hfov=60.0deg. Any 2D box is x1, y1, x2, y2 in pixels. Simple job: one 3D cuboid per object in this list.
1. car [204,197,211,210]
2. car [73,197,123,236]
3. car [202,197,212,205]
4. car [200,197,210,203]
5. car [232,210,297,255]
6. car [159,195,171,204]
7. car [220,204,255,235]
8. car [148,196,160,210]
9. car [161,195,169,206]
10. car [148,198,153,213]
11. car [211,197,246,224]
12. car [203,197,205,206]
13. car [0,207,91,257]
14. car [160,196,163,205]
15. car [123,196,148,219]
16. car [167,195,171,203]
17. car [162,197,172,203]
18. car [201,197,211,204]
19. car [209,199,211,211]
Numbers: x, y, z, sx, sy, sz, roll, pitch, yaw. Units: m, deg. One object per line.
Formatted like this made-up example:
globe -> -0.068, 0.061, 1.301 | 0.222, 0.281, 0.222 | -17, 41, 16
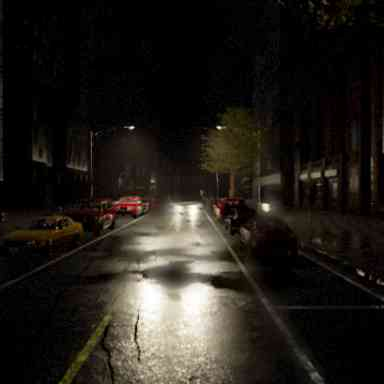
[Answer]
car -> 2.878, 1.632, 41.285 | 1.947, 1.339, 4.313 | 0, 0, 0
car -> -5.659, 1.333, 18.741 | 2.192, 1.841, 5.009 | 0, 0, 0
car -> 2.889, 1.713, 63.843 | 1.802, 1.307, 4.206 | 0, 0, 0
car -> 2.894, 1.740, 75.122 | 1.947, 1.339, 4.313 | 0, 0, 0
car -> 2.864, 1.589, 13.089 | 1.802, 1.307, 4.206 | 0, 0, 0
car -> -5.634, 1.467, 69.490 | 2.192, 1.841, 5.009 | 0, 0, 0
car -> 2.866, 1.583, 18.726 | 1.947, 1.339, 4.313 | 0, 0, 0
car -> -5.647, 1.382, 41.296 | 2.192, 1.841, 5.009 | 0, 0, 0
car -> -5.639, 1.679, 58.213 | 1.947, 1.339, 4.313 | 0, 0, 0
car -> -5.650, 1.621, 35.658 | 1.947, 1.339, 4.313 | 0, 0, 0
car -> 2.869, 1.344, 24.367 | 2.192, 1.841, 5.009 | 0, 0, 0
car -> 2.880, 1.606, 47.096 | 1.752, 1.417, 4.829 | 0, 0, 0
car -> -5.661, 1.533, 12.933 | 1.752, 1.417, 4.829 | 0, 0, 0
car -> -5.644, 1.626, 46.935 | 1.887, 1.381, 4.507 | 0, 0, 0
car -> -5.653, 1.357, 30.019 | 2.192, 1.841, 5.009 | 0, 0, 0
car -> -5.636, 1.698, 63.851 | 1.947, 1.339, 4.313 | 0, 0, 0
car -> -5.631, 1.757, 75.128 | 1.802, 1.307, 4.206 | 0, 0, 0
car -> 2.892, 1.717, 69.482 | 1.947, 1.339, 4.313 | 0, 0, 0
car -> 2.873, 1.586, 30.006 | 1.887, 1.381, 4.507 | 0, 0, 0
